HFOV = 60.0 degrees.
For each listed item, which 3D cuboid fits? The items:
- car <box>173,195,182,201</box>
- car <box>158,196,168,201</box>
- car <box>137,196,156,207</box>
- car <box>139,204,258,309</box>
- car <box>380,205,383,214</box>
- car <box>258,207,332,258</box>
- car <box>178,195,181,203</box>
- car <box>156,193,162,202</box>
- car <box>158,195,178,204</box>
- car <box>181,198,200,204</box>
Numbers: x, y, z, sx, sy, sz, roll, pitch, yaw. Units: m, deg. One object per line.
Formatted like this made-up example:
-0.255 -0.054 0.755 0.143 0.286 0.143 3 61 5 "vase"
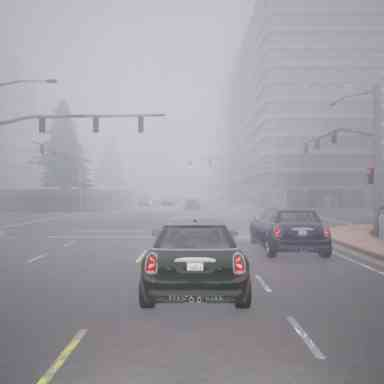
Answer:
-3.536 1.481 81.050 2.128 1.511 4.902 0 0 0 "car"
-7.036 1.552 80.940 1.895 1.301 4.718 0 0 0 "car"
-7.108 1.480 50.492 1.837 1.490 4.892 0 0 0 "car"
0.067 1.348 8.029 2.097 1.767 4.553 0 0 0 "car"
20.975 1.476 32.875 5.357 1.411 2.033 0 0 -19 "car"
3.581 1.346 12.869 2.097 1.767 4.553 0 0 0 "car"
-3.559 1.460 65.888 2.128 1.511 4.902 0 0 0 "car"
-7.055 1.494 66.056 1.812 1.442 4.674 0 0 0 "car"
-3.608 1.539 50.548 1.994 1.385 4.181 0 0 0 "car"
0.079 1.473 42.455 2.128 1.511 4.902 0 0 0 "car"
